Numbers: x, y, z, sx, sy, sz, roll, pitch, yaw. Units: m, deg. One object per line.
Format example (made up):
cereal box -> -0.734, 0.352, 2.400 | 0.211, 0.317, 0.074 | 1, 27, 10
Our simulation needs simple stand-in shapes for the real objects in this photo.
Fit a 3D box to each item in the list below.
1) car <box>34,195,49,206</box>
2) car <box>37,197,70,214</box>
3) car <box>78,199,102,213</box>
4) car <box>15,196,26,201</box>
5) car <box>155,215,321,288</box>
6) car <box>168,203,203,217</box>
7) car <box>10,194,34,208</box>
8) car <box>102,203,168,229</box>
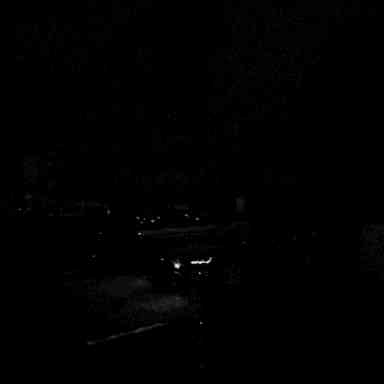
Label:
car -> -22.597, 1.406, 51.045 | 2.097, 1.767, 4.553 | 0, 0, -39
car -> -14.477, 1.557, 35.165 | 1.994, 1.385, 4.181 | 0, 0, -39
car -> -11.068, 1.516, 36.506 | 1.812, 1.442, 4.674 | 0, 0, -39
car -> -43.085, 1.580, 83.623 | 1.895, 1.301, 4.718 | 0, 0, -35
car -> 1.620, 1.505, 9.323 | 4.892, 1.490, 1.837 | 0, 0, -36
car -> -1.086, 1.516, 24.058 | 1.812, 1.442, 4.674 | 0, 0, -39
car -> -25.315, 1.498, 48.840 | 2.128, 1.511, 4.902 | 0, 0, -39
car -> -3.889, 1.496, 21.959 | 1.837, 1.490, 4.892 | 0, 1, -39
